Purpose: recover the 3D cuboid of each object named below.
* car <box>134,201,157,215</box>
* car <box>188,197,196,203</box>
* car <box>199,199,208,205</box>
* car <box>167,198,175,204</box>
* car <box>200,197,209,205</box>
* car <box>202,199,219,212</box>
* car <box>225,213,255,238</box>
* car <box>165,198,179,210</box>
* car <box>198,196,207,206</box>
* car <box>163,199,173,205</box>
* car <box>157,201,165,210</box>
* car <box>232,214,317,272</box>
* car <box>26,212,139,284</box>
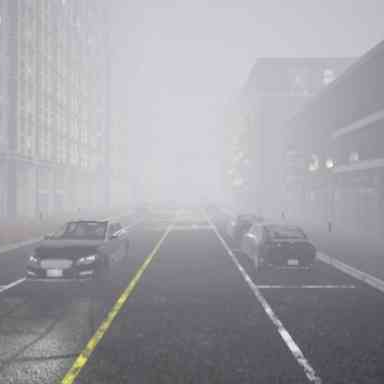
[{"bbox_3d":[-5.697,1.923,39.257,2.008,1.369,4.403,0,-1,0],"label":"car"},{"bbox_3d":[-0.018,2.297,86.598,1.895,1.301,4.718,0,-1,0],"label":"car"},{"bbox_3d":[2.675,2.331,78.797,1.947,1.339,4.313,0,-1,0],"label":"car"},{"bbox_3d":[-5.708,2.432,90.091,2.008,1.369,4.403,0,-1,0],"label":"car"},{"bbox_3d":[2.681,1.923,50.557,1.967,1.590,4.097,0,-1,0],"label":"car"},{"bbox_3d":[2.682,2.009,44.907,1.802,1.307,4.206,0,-1,0],"label":"car"},{"bbox_3d":[2.688,1.708,16.666,2.008,1.369,4.403,0,-1,0],"label":"car"},{"bbox_3d":[-3.081,1.850,52.076,2.097,1.767,4.553,0,-1,0],"label":"car"},{"bbox_3d":[2.380,1.886,68.245,2.150,2.045,5.566,0,-1,0],"label":"car"},{"bbox_3d":[-5.706,2.331,78.795,1.947,1.339,4.313,0,-1,0],"label":"car"},{"bbox_3d":[-5.700,2.027,50.554,1.887,1.381,4.507,0,-1,0],"label":"car"},{"bbox_3d":[2.689,1.655,11.018,2.008,1.369,4.403,0,-1,0],"label":"car"},{"bbox_3d":[-3.094,1.585,9.957,2.128,1.511,4.902,0,-1,0],"label":"car"}]
